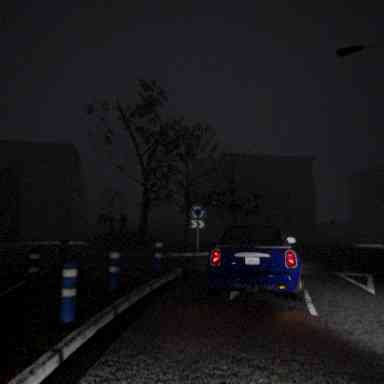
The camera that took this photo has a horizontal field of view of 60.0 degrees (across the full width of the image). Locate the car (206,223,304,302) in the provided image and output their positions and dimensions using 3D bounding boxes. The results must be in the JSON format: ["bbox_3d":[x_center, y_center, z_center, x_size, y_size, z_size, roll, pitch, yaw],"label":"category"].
[{"bbox_3d":[1.735,1.640,9.072,2.097,1.767,4.553,-1,-5,13],"label":"car"}]

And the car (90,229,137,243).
[{"bbox_3d":[-8.289,4.686,35.491,4.892,1.490,1.837,4,-10,-31],"label":"car"}]
